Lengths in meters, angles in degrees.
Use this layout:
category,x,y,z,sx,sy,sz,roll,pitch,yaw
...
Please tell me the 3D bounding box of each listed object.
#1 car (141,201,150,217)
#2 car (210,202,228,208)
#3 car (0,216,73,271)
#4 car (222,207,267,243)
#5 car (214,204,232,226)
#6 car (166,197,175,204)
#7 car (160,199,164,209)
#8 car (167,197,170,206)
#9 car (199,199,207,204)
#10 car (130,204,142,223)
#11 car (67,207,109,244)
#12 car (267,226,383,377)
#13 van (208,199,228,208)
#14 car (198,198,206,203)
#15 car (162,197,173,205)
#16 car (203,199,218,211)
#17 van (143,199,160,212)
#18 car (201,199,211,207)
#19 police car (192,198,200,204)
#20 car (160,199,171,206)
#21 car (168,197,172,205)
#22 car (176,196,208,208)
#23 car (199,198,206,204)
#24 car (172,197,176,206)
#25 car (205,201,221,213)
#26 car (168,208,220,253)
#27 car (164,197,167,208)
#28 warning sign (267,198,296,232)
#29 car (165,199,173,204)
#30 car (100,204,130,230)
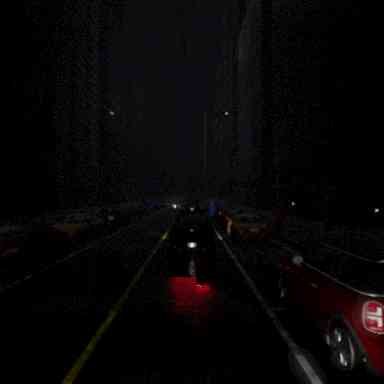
category,x,y,z,sx,sy,sz,roll,pitch,yaw
car,-5.754,1.866,33.629,1.887,1.381,4.507,0,-1,0
car,2.770,1.813,28.034,1.887,1.381,4.507,0,-1,0
car,-5.758,1.690,11.222,1.802,1.307,4.206,0,-1,0
car,2.769,1.688,17.001,1.752,1.417,4.829,0,-1,0
car,2.769,1.759,22.433,1.887,1.381,4.507,0,-1,0
car,-5.744,2.175,89.646,2.192,1.841,5.009,0,-1,0
car,-5.751,2.064,50.433,1.802,1.307,4.206,0,-1,0
car,-5.749,2.155,61.636,1.947,1.339,4.313,0,-1,0
car,2.780,2.371,84.053,1.947,1.339,4.313,0,-1,0
car,-5.755,1.813,28.027,1.887,1.381,4.507,0,-1,0
car,-5.757,1.685,16.654,1.752,1.417,4.829,0,-1,0
car,2.767,1.495,5.627,1.967,1.590,4.097,0,-1,0
van,2.772,1.662,33.638,1.690,1.788,3.998,0,-1,0
car,2.781,2.466,95.256,2.008,1.369,4.403,0,-1,0
car,-5.746,2.066,78.443,2.192,1.841,5.009,0,-1,0
car,2.775,1.922,50.443,1.967,1.590,4.097,0,-1,0
van,-5.751,1.770,44.834,1.690,1.788,3.998,0,-1,0
car,2.777,2.187,67.247,1.887,1.381,4.507,0,-1,0
police car,0.874,2.230,84.012,1.930,1.638,5.238,0,-1,0
car,-5.747,2.262,72.839,1.947,1.339,4.313,0,-1,0
car,-5.748,2.083,67.239,1.967,1.590,4.097,0,-1,0
car,0.007,1.494,29.034,2.150,2.045,5.566,0,0,0
car,2.780,2.426,89.655,1.947,1.339,4.313,0,-1,0
car,-2.988,2.237,71.751,1.994,1.385,4.181,0,-1,0
car,2.773,1.973,44.841,1.887,1.381,4.507,0,-1,0
car,0.008,1.645,14.299,1.837,1.490,4.892,0,0,0
car,-5.750,1.976,56.036,1.967,1.590,4.097,0,-1,0
warning sign,5.067,1.296,18.914,1.300,1.860,1.060,0,-1,0
car,-5.746,2.387,84.041,1.802,1.307,4.206,0,-1,0
car,-5.755,1.655,22.426,1.967,1.590,4.097,0,-1,0
